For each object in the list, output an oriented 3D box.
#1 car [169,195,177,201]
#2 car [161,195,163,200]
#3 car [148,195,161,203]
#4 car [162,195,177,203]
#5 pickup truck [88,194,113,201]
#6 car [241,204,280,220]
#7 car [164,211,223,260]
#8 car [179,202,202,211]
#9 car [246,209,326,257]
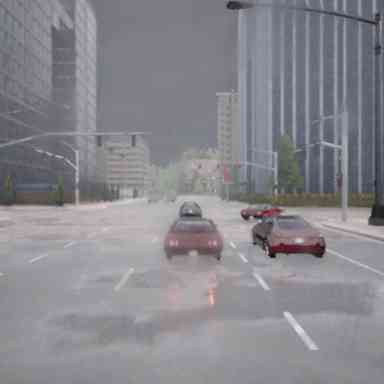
[{"bbox_3d":[-4.760,1.537,85.005,1.837,1.490,4.892,0,0,-1],"label":"car"},{"bbox_3d":[-8.260,1.537,84.951,1.837,1.490,4.892,0,0,-1],"label":"car"},{"bbox_3d":[-8.004,1.564,68.548,1.837,1.490,4.892,0,0,-1],"label":"car"},{"bbox_3d":[-4.504,1.618,68.599,1.994,1.385,4.181,0,0,-1],"label":"car"},{"bbox_3d":[-21.273,1.132,77.946,2.390,2.098,6.274,0,0,30],"label":"pickup truck"},{"bbox_3d":[5.844,1.627,26.989,1.895,1.301,4.718,0,0,36],"label":"car"},{"bbox_3d":[0.060,1.613,12.507,1.895,1.301,4.718,0,0,0],"label":"car"},{"bbox_3d":[-0.155,1.592,29.730,1.994,1.385,4.181,0,0,-1],"label":"car"},{"bbox_3d":[3.564,1.576,12.955,1.994,1.385,4.181,0,0,0],"label":"car"}]
